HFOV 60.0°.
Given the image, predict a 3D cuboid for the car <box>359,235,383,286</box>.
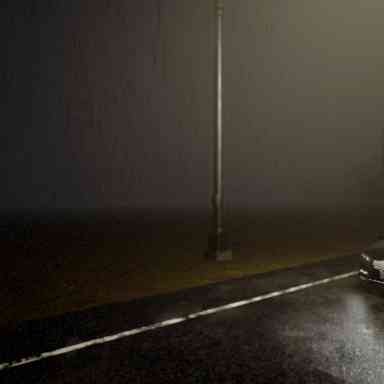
[{"bbox_3d":[6.106,1.500,8.375,4.902,1.511,2.128,0,0,-36],"label":"car"}]
